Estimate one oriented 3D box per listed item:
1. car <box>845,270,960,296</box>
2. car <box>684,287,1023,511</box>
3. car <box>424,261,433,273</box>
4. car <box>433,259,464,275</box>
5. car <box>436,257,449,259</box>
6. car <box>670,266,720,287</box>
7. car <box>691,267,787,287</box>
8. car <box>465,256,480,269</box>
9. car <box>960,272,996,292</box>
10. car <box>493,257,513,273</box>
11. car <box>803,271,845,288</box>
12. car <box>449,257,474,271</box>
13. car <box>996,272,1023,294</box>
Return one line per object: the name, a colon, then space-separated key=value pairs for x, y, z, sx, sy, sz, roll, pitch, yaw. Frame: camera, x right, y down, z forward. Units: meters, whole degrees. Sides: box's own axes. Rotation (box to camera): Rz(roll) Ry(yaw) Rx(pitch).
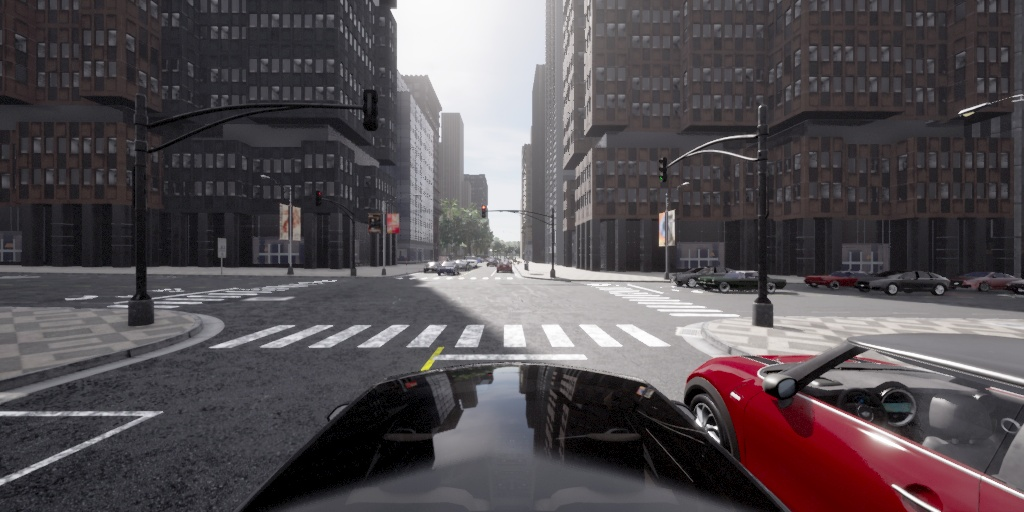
car: x=24.359 y=1.631 z=22.472 sx=4.892 sy=1.490 sz=1.837 roll=1 pitch=0 yaw=-1
car: x=2.761 y=1.190 z=2.160 sx=1.967 sy=1.591 sz=4.097 roll=0 pitch=0 yaw=0
car: x=-9.431 y=1.321 z=43.412 sx=1.948 sy=1.339 sz=4.313 roll=0 pitch=0 yaw=-1
car: x=-6.686 y=1.292 z=38.321 sx=2.033 sy=1.411 sz=5.357 roll=0 pitch=0 yaw=-1
car: x=-9.506 y=1.082 z=48.838 sx=2.192 sy=1.841 sz=5.009 roll=0 pitch=0 yaw=-1
car: x=13.853 y=1.475 z=25.586 sx=4.892 sy=1.490 sz=1.837 roll=1 pitch=0 yaw=-1
car: x=14.159 y=1.579 z=22.340 sx=4.718 sy=1.301 sz=1.895 roll=1 pitch=0 yaw=-3
car: x=-6.965 y=1.012 z=59.219 sx=2.150 sy=2.045 sz=5.566 roll=0 pitch=0 yaw=0
car: x=33.994 y=1.827 z=25.837 sx=4.181 sy=1.385 sz=1.994 roll=1 pitch=0 yaw=0
car: x=-0.907 y=1.195 z=43.526 sx=1.967 sy=1.591 sz=4.097 roll=0 pitch=0 yaw=-1
car: x=23.830 y=1.716 z=25.701 sx=4.718 sy=1.301 sz=1.895 roll=1 pitch=0 yaw=-1
car: x=-6.834 y=1.258 z=48.587 sx=2.128 sy=1.511 sz=4.902 roll=0 pitch=0 yaw=-1
car: x=34.740 y=1.825 z=22.599 sx=5.357 sy=1.411 sz=2.033 roll=1 pitch=0 yaw=-1
